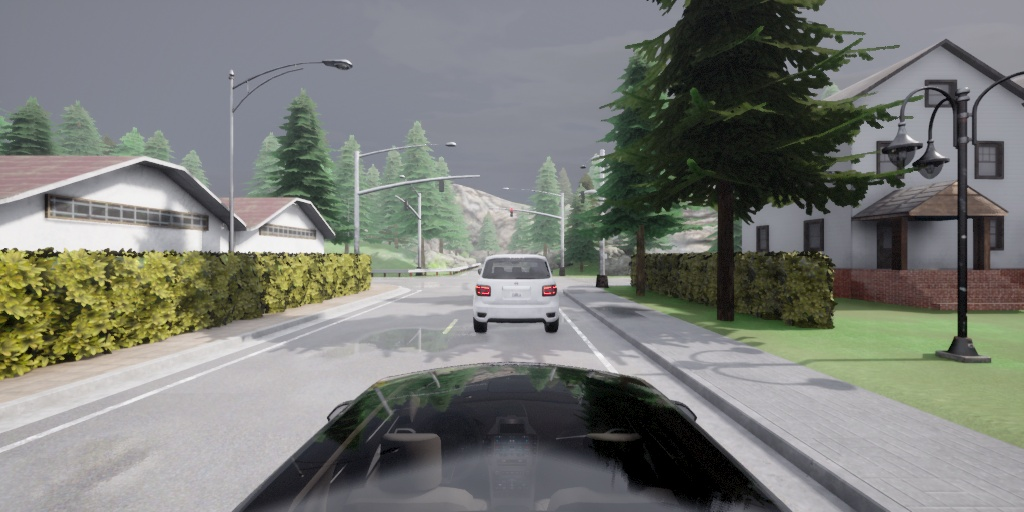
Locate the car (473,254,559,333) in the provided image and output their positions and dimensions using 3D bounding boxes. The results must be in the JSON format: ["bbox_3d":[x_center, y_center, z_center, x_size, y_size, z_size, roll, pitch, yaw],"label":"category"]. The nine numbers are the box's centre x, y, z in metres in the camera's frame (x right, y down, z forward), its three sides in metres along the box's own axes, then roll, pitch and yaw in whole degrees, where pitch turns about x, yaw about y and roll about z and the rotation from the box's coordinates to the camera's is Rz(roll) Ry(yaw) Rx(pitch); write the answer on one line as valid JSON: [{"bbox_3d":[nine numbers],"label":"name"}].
[{"bbox_3d":[0.105,0.971,10.892,2.150,2.045,5.566,0,0,0],"label":"car"}]
